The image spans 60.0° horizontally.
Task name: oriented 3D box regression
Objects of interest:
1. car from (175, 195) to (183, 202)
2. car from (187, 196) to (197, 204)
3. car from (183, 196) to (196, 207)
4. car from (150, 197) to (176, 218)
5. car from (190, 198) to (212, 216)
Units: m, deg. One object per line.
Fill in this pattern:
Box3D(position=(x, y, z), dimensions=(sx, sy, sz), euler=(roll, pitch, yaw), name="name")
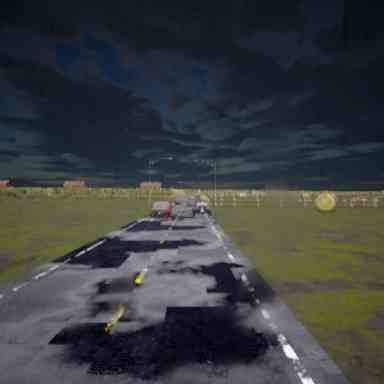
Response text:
Box3D(position=(-2.741, 1.502, 73.300), dimensions=(2.097, 1.767, 4.553), euler=(0, 0, 0), name="car")
Box3D(position=(0.009, 1.613, 68.713), dimensions=(1.882, 1.535, 5.008), euler=(0, 0, 0), name="car")
Box3D(position=(0.007, 1.631, 52.740), dimensions=(2.128, 1.511, 4.902), euler=(0, 0, 0), name="car")
Box3D(position=(-2.840, 1.564, 31.575), dimensions=(1.882, 1.535, 5.008), euler=(0, 0, 0), name="car")
Box3D(position=(0.967, 1.618, 33.663), dimensions=(1.812, 1.442, 4.674), euler=(0, 0, 0), name="car")
